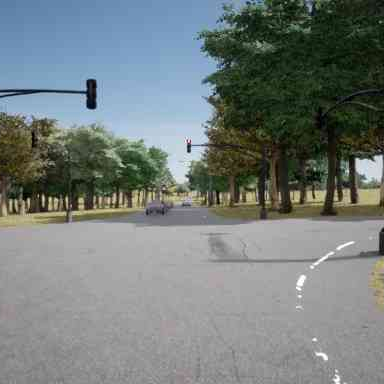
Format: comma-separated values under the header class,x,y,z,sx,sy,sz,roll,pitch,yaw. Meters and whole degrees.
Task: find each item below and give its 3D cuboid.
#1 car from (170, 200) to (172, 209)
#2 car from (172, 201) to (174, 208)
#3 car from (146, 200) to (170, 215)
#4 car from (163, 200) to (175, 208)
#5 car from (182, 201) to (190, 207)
class,x,y,z,sx,sy,sz,roll,pitch,yaw
car,-4.336,2.143,48.410,1.895,1.301,4.718,0,-1,-1
car,-4.554,2.272,58.215,2.033,1.411,5.357,0,-1,-1
car,-4.172,1.738,39.408,2.097,1.767,4.553,0,-1,0
car,-4.707,2.455,68.225,2.128,1.511,4.902,0,-2,-1
car,-1.474,2.898,80.621,1.994,1.385,4.181,0,-2,-1
